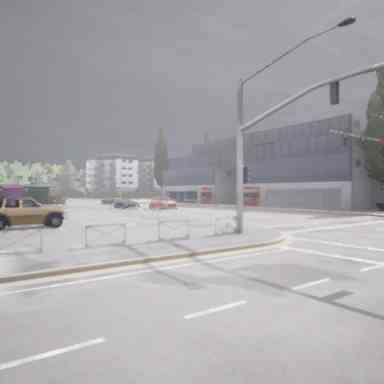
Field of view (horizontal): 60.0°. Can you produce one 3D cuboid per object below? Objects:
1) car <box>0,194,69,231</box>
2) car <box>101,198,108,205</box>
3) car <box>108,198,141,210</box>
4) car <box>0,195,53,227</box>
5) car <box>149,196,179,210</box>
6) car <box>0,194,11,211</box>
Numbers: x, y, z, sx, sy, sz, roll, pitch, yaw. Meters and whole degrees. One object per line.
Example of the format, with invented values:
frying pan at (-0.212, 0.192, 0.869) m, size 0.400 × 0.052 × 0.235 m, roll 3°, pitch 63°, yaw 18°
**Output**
car at (-9.446, 1.150, 18.687) m, size 4.605 × 1.855 × 1.932 m, roll 0°, pitch 0°, yaw -35°
car at (-14.021, 1.602, 57.432) m, size 1.895 × 1.301 × 4.718 m, roll 0°, pitch 0°, yaw -34°
car at (-8.475, 1.523, 42.697) m, size 2.033 × 1.411 × 5.357 m, roll 0°, pitch 0°, yaw -34°
car at (-11.074, 1.152, 21.081) m, size 3.866 × 1.878 × 1.905 m, roll 0°, pitch 0°, yaw -35°
car at (-3.538, 1.323, 41.617) m, size 2.097 × 1.767 × 4.553 m, roll 0°, pitch 0°, yaw -34°
car at (-22.444, 1.153, 37.076) m, size 3.866 × 1.878 × 1.905 m, roll 0°, pitch 0°, yaw -35°
